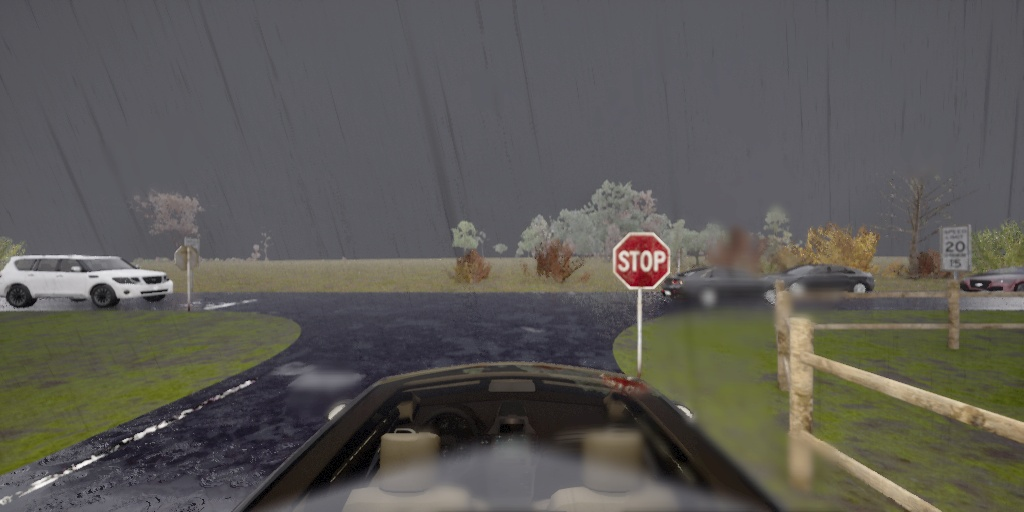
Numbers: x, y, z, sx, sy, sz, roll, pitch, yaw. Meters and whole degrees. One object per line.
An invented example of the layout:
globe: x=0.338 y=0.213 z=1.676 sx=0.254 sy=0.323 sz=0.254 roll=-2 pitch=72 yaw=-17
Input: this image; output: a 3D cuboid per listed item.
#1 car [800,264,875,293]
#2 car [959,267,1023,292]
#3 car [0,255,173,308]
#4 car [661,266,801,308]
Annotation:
car: x=14.595 y=1.164 z=17.401 sx=4.892 sy=1.490 sz=1.837 roll=0 pitch=0 yaw=0
car: x=24.538 y=1.202 z=17.293 sx=4.181 sy=1.385 sz=1.994 roll=0 pitch=0 yaw=1
car: x=-17.415 y=0.973 z=14.779 sx=5.566 sy=2.045 sz=2.150 roll=0 pitch=0 yaw=0
car: x=8.525 y=1.191 z=14.438 sx=4.892 sy=1.490 sz=1.837 roll=0 pitch=-2 yaw=-8
